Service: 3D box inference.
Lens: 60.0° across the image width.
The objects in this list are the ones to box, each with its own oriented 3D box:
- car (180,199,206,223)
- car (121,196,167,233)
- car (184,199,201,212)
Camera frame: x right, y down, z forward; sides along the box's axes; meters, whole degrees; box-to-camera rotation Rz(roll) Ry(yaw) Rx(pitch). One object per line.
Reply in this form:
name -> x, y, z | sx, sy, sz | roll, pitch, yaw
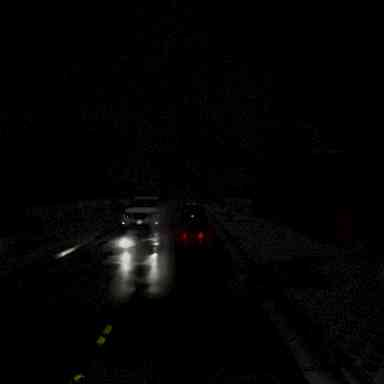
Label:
car -> 0.064, 1.574, 26.745 | 2.128, 1.511, 4.902 | 0, 0, 0
car -> -2.795, 1.278, 20.581 | 2.150, 2.045, 5.566 | 0, -1, 1
car -> 0.091, 1.693, 43.717 | 2.128, 1.511, 4.902 | 0, 0, 0
